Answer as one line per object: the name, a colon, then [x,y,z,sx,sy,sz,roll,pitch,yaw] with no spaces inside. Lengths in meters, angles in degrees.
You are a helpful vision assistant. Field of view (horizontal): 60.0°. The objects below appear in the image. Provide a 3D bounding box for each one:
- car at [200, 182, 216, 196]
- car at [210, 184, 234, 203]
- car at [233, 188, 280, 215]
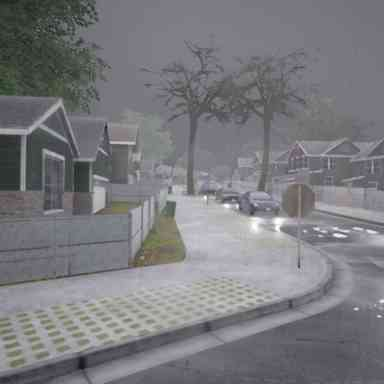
car: [2.288,-0.381,43.880,1.882,1.535,5.008,1,3,-6]
car: [3.464,0.240,32.491,2.033,1.411,5.357,1,3,-6]
car: [4.466,0.687,22.834,1.812,1.442,4.674,1,3,-6]
